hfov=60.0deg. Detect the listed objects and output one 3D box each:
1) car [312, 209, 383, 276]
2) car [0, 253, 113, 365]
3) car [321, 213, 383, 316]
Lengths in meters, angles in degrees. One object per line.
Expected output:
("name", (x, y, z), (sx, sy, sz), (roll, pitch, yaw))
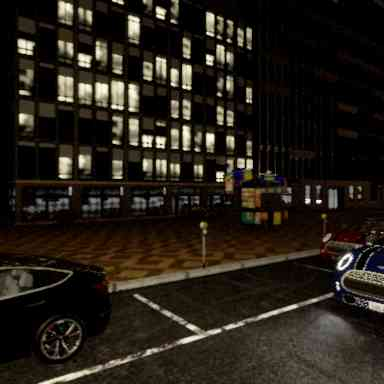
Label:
("car", (6.034, 1.446, 10.864), (4.097, 1.590, 1.967), (0, 0, -35))
("car", (-3.196, 1.566, 4.281), (4.313, 1.339, 1.947), (0, 0, -35))
("car", (4.964, 1.356, 6.918), (4.553, 1.767, 2.097), (0, 0, -35))
